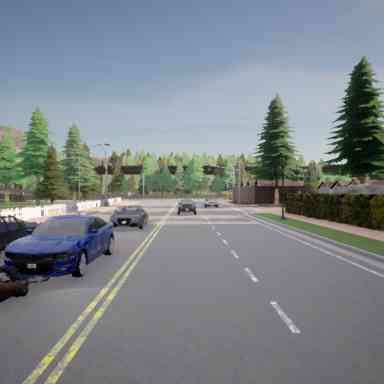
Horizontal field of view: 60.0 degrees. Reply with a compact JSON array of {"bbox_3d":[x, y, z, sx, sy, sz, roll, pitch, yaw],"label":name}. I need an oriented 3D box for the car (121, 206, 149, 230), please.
[{"bbox_3d":[-3.926,1.564,21.114,1.994,1.385,4.181,0,0,-1],"label":"car"}]

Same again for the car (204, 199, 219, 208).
[{"bbox_3d":[2.699,1.601,47.713,1.895,1.301,4.718,0,0,-1],"label":"car"}]

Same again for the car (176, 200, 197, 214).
[{"bbox_3d":[-0.535,1.526,34.952,1.812,1.442,4.674,0,0,-1],"label":"car"}]

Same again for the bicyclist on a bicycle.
[{"bbox_3d":[-3.948,1.962,6.984,1.656,0.582,1.620,2,-1,-16],"label":"bicyclist on a bicycle"}]

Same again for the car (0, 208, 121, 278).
[{"bbox_3d":[-3.798,1.478,10.385,1.882,1.535,5.008,0,0,0],"label":"car"}]

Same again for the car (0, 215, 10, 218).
[{"bbox_3d":[-7.286,1.548,11.654,2.033,1.411,5.357,0,0,-1],"label":"car"}]
